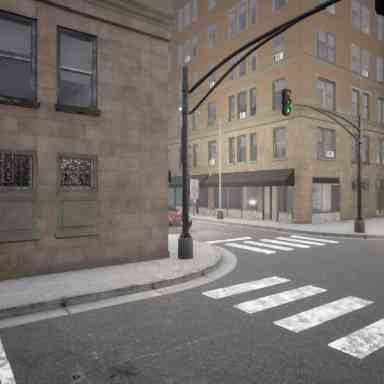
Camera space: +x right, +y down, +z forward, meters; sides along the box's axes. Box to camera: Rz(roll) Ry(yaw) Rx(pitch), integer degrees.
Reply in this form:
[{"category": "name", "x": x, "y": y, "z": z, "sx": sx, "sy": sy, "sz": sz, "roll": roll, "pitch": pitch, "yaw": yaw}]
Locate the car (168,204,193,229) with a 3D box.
[{"category": "car", "x": -1.868, "y": 1.427, "z": 19.848, "sx": 1.812, "sy": 1.442, "sz": 4.674, "roll": 0, "pitch": 0, "yaw": -36}]
